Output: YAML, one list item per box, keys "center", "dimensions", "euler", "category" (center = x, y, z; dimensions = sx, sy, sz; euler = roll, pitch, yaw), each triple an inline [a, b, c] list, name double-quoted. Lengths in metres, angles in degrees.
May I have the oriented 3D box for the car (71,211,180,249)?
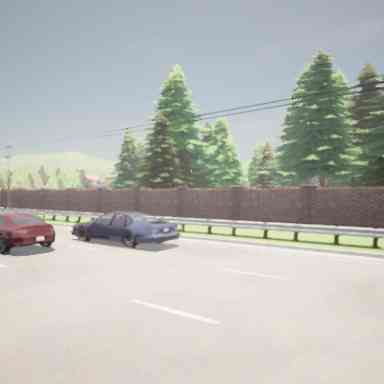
- center: [-3.054, 1.551, 14.678]
  dimensions: [5.357, 1.411, 2.033]
  euler: [0, 0, 36]
  category: "car"

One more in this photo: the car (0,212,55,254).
- center: [-7.405, 1.529, 13.511]
  dimensions: [4.674, 1.442, 1.812]
  euler: [0, 0, 36]
  category: "car"
